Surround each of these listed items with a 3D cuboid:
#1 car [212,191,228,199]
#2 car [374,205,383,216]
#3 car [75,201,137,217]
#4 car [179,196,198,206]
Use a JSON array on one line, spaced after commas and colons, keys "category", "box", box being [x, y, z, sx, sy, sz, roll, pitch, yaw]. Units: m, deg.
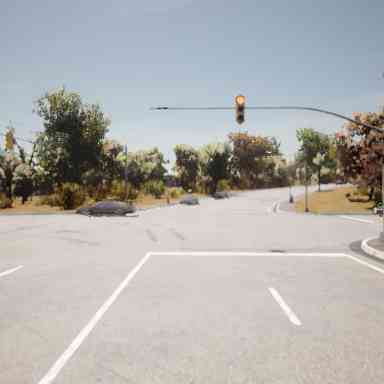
[{"category": "car", "box": [5.634, 0.567, 65.829, 1.882, 1.535, 5.008, 0, 3, 25]}, {"category": "car", "box": [18.472, 1.421, 28.912, 4.902, 1.511, 2.128, -1, 0, 3]}, {"category": "car", "box": [-7.720, 1.515, 30.262, 5.357, 1.411, 2.033, 0, 0, 3]}, {"category": "car", "box": [-0.394, 1.297, 50.716, 1.812, 1.442, 4.674, 0, 1, 19]}]
